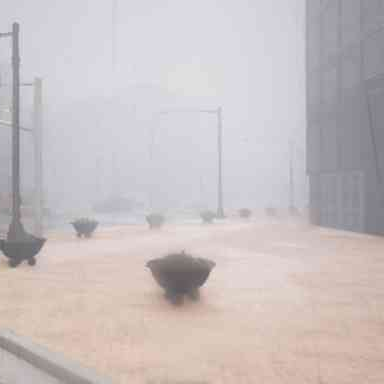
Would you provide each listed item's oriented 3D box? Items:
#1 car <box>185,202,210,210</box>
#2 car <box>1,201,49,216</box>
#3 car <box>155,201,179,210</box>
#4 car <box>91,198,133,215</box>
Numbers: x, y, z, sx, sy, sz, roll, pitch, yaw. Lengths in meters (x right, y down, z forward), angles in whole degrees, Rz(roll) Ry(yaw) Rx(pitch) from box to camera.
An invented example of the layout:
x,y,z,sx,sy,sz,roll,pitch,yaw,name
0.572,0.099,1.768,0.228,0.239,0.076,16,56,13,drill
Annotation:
x,y,z,sx,sy,sz,roll,pitch,yaw,name
1.003,2.390,57.320,2.033,1.411,5.357,0,-1,35,car
-18.170,1.745,36.317,2.097,1.767,4.553,0,-1,35,car
-4.177,2.240,56.106,2.128,1.511,4.902,0,-1,36,car
-9.959,1.725,41.891,2.150,2.045,5.566,0,-1,35,car
